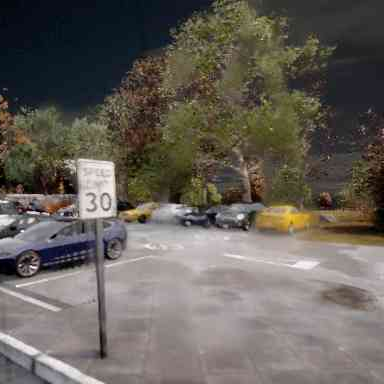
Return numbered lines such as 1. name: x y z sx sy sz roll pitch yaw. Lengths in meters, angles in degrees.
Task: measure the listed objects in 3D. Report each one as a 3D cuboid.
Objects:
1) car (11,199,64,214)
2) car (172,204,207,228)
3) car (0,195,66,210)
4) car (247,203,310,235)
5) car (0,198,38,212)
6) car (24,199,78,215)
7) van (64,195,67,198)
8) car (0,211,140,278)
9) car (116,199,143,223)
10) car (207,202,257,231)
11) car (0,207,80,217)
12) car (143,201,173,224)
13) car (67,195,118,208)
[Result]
1. car: -16.736 1.515 36.226 2.163 1.488 4.792 0 0 36
2. car: 1.154 1.600 23.161 2.163 1.488 4.792 0 0 36
3. car: -8.749 1.315 14.259 2.435 2.045 5.566 0 0 36
4. car: 5.551 1.596 19.997 2.097 1.535 5.008 0 0 36
5. car: -21.231 1.498 39.461 2.097 1.535 5.008 0 0 36
6. car: -14.601 1.516 34.675 2.163 1.488 4.792 0 0 36
7. van: -12.307 1.268 33.117 1.878 1.987 4.442 0 0 36
8. car: -4.291 1.622 10.950 2.163 1.488 4.792 0 0 36
9. car: -3.420 1.541 26.290 1.946 1.575 5.366 0 0 36
10. car: 3.331 1.457 21.655 2.185 1.767 4.553 0 0 36
11. car: -6.517 1.579 12.610 2.097 1.535 5.008 0 0 36
12. car: -1.072 1.597 24.810 2.002 1.452 4.674 0 0 36
13. car: -7.776 1.267 29.718 2.435 2.045 5.566 0 0 36
